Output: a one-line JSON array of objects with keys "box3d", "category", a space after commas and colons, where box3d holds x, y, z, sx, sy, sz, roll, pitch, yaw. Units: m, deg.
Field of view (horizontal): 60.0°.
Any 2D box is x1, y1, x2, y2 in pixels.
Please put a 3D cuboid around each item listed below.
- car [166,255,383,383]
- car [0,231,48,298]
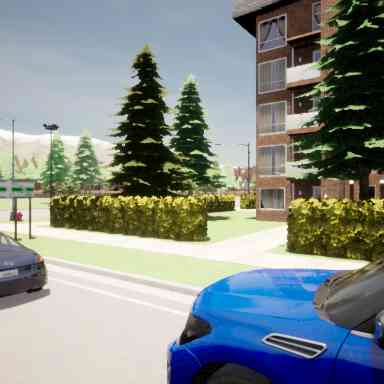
[{"box3d": [2.411, 1.221, 2.270, 5.566, 2.045, 2.150, 0, 0, 36], "category": "car"}, {"box3d": [-5.207, 1.564, 7.672, 4.181, 1.385, 1.994, 0, 0, 36], "category": "car"}]
